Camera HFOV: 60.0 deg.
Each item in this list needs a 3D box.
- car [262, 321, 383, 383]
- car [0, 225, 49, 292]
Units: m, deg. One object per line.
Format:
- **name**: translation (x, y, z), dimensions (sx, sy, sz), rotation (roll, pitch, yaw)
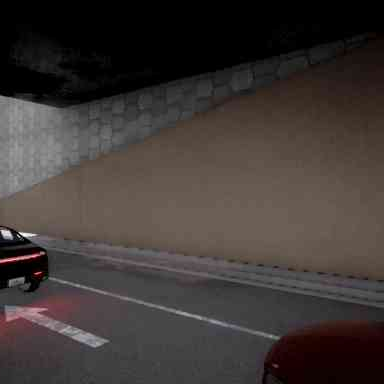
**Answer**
- **car**: translation (2.702, 1.526, 1.957), dimensions (4.674, 1.442, 1.812), rotation (0, 0, 36)
- **car**: translation (-5.305, 1.492, 7.728), dimensions (4.902, 1.511, 2.128), rotation (0, 0, 35)
